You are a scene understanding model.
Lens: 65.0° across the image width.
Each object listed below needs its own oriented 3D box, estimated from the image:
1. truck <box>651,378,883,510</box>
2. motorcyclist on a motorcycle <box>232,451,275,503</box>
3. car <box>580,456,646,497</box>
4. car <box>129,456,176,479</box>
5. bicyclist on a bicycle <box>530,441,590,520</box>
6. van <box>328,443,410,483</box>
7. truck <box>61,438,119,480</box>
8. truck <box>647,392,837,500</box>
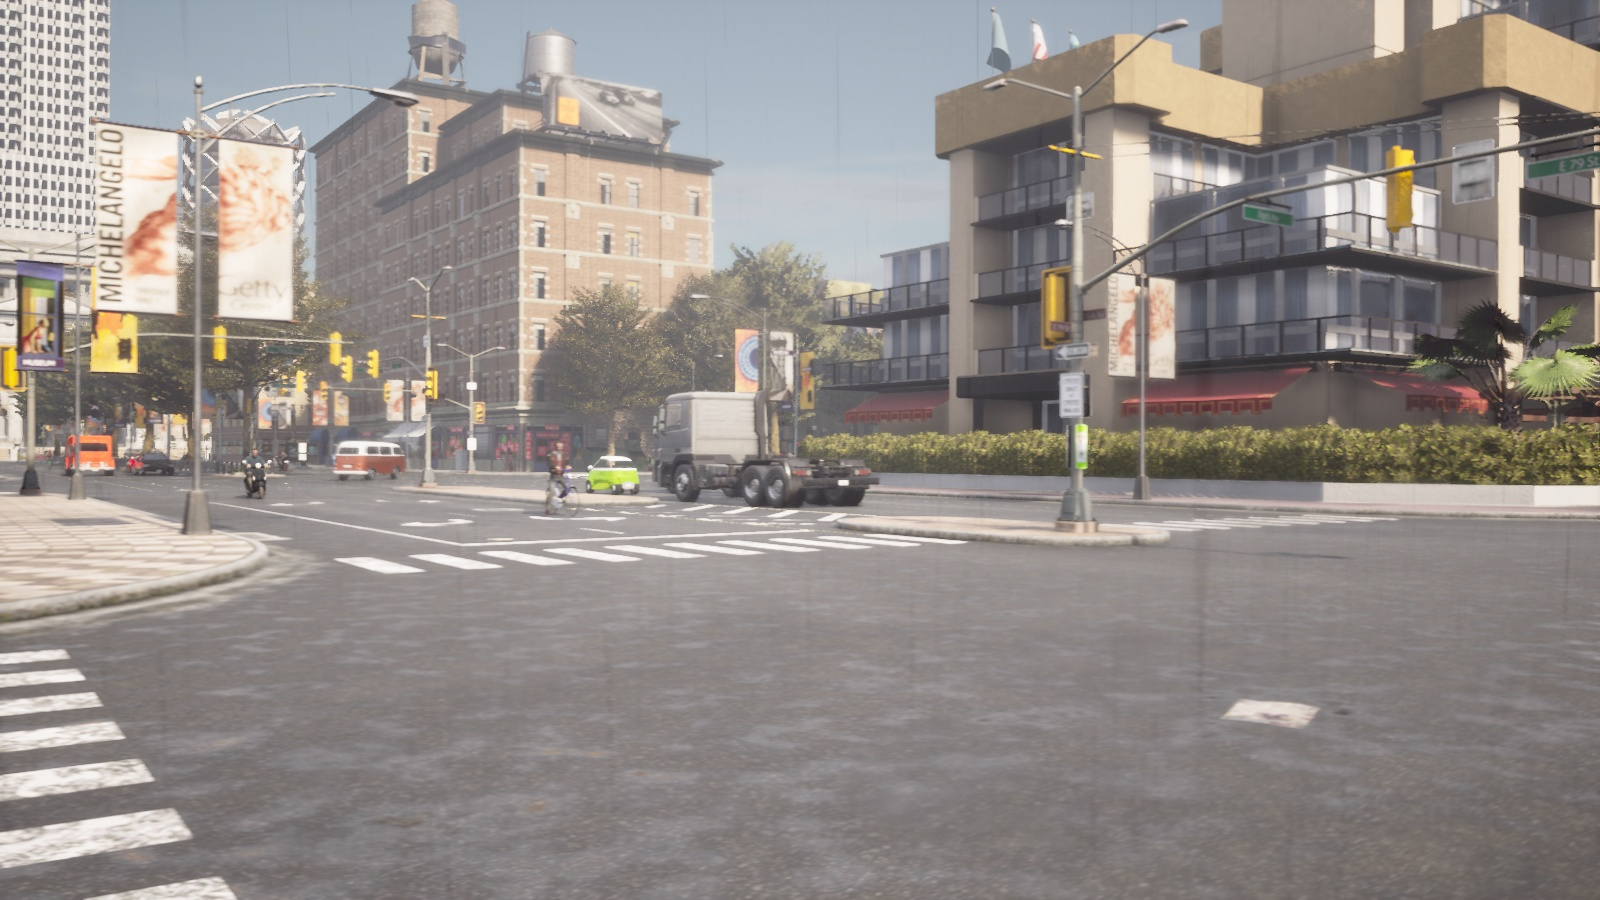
[{"bbox_3d":[-1.183,-0.144,36.981,2.891,3.462,7.936,0,0,-35],"label":"truck"},{"bbox_3d":[-17.320,0.833,39.773,0.866,1.590,1.817,0,0,-37],"label":"motorcyclist on a motorcycle"},{"bbox_3d":[-6.680,0.924,44.739,1.481,1.376,2.207,0,0,-35],"label":"car"},{"bbox_3d":[-41.085,1.075,79.623,2.033,1.411,5.357,0,0,-35],"label":"car"},{"bbox_3d":[-5.642,0.700,29.438,0.659,1.776,1.843,0,0,-35],"label":"bicyclist on a bicycle"},{"bbox_3d":[-22.678,0.679,66.218,2.069,2.038,4.480,0,0,12],"label":"van"},{"bbox_3d":[-43.453,0.539,76.790,2.627,2.467,5.204,0,0,-35],"label":"truck"},{"bbox_3d":[-2.250,-0.123,44.541,2.891,3.462,7.936,0,0,-35],"label":"truck"}]
